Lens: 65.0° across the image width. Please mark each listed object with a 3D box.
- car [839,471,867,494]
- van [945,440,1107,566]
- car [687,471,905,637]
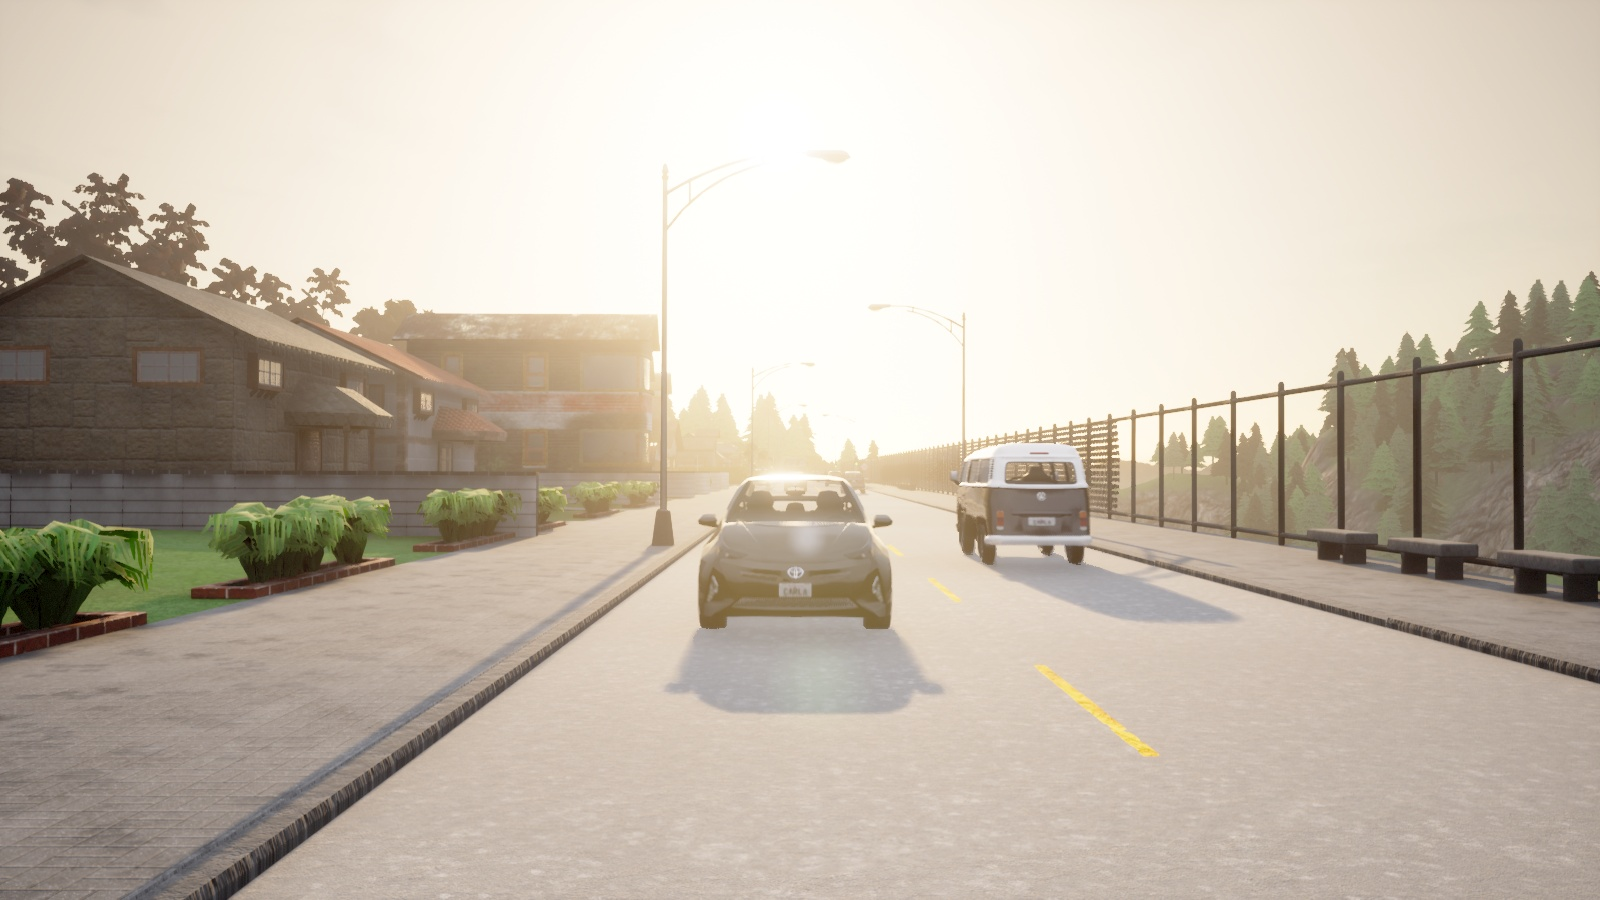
[{"bbox_3d":[3.717,2.271,88.828,1.789,1.549,3.705,0,-1,0],"label":"car"},{"bbox_3d":[3.928,0.903,22.631,2.069,2.038,4.480,0,-1,0],"label":"van"},{"bbox_3d":[-0.043,0.994,13.841,2.007,1.525,4.514,0,-1,0],"label":"car"}]
